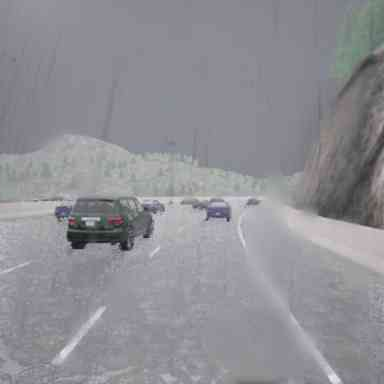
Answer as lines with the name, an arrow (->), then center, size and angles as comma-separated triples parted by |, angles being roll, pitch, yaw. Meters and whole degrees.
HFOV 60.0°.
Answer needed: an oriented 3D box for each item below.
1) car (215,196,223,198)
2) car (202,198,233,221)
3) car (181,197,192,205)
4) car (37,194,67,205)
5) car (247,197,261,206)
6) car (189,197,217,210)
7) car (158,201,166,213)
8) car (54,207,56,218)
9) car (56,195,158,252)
car -> 5.112, 1.574, 64.272 | 1.882, 1.535, 5.008 | 0, -1, 23
car -> 2.338, 1.521, 27.833 | 1.882, 1.535, 5.008 | 1, 0, 9
car -> -0.376, 1.578, 58.989 | 1.994, 1.385, 4.181 | 1, 0, 20
car -> -21.484, 1.179, 51.195 | 1.882, 1.535, 5.008 | 1, -1, 10
car -> 11.254, 1.692, 60.115 | 1.837, 1.490, 4.892 | 0, 0, 22
car -> 1.548, 1.638, 43.453 | 1.895, 1.301, 4.718 | 1, 0, 16
car -> -3.999, 1.478, 32.912 | 1.812, 1.442, 4.674 | 0, 0, 12
car -> -8.619, 1.359, 25.687 | 1.882, 1.535, 5.008 | 1, 0, 8
car -> -3.188, 1.179, 14.030 | 2.150, 2.045, 5.566 | 0, 0, 6
